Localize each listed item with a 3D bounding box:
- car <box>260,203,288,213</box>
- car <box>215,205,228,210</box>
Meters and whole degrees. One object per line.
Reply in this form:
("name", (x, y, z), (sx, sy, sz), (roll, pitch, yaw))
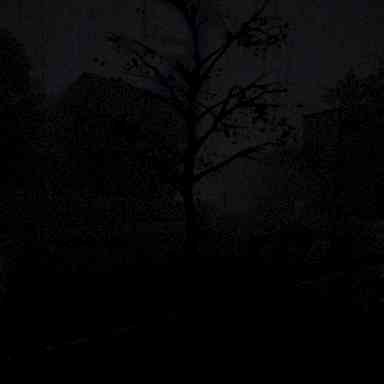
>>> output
("car", (12.060, 2.433, 49.100), (1.882, 1.535, 5.008), (6, -4, -24))
("car", (5.163, 3.222, 64.055), (2.128, 1.511, 4.902), (6, -6, -25))
